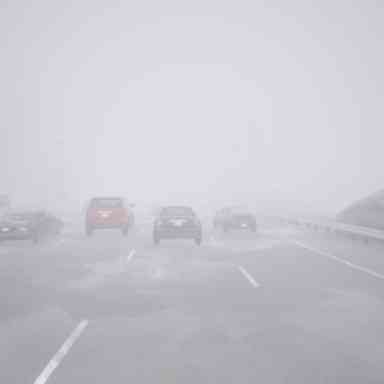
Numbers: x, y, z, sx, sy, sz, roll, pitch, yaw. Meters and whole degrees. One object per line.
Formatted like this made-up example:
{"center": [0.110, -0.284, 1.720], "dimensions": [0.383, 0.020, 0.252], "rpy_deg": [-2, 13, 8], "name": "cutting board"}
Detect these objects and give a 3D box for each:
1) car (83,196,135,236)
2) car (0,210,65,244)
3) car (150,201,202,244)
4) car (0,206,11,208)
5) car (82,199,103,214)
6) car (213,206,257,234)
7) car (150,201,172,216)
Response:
{"center": [-4.542, 1.240, 18.929], "dimensions": [2.150, 2.045, 5.566], "rpy_deg": [0, 0, -6], "name": "car"}
{"center": [-7.741, 1.571, 15.943], "dimensions": [2.033, 1.411, 5.357], "rpy_deg": [0, 0, -5], "name": "car"}
{"center": [-0.776, 1.361, 16.074], "dimensions": [2.097, 1.767, 4.553], "rpy_deg": [0, 0, -5], "name": "car"}
{"center": [-21.840, 1.284, 36.808], "dimensions": [2.150, 2.045, 5.566], "rpy_deg": [0, 0, -13], "name": "car"}
{"center": [-10.906, 1.544, 36.693], "dimensions": [1.837, 1.490, 4.892], "rpy_deg": [0, 0, -12], "name": "car"}
{"center": [2.430, 1.530, 19.386], "dimensions": [1.812, 1.442, 4.674], "rpy_deg": [0, 0, -6], "name": "car"}
{"center": [-3.291, 1.624, 34.384], "dimensions": [1.895, 1.301, 4.718], "rpy_deg": [0, 0, -11], "name": "car"}
